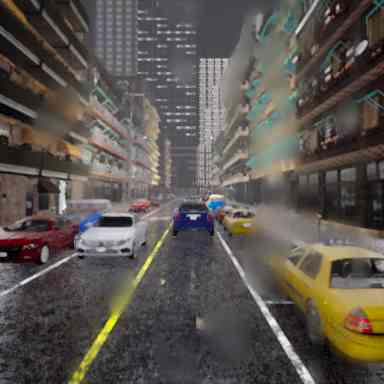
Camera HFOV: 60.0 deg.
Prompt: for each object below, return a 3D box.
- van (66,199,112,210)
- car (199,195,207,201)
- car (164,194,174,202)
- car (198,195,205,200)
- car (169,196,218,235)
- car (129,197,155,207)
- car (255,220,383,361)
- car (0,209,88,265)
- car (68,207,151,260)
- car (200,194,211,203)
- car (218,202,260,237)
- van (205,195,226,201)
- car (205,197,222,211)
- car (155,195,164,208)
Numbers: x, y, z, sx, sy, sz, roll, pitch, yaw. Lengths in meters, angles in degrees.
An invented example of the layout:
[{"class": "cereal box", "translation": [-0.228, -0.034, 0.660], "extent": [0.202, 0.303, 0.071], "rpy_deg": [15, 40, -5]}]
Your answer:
[{"class": "van", "translation": [-5.317, 1.285, 17.296], "extent": [1.690, 1.788, 3.998], "rpy_deg": [1, 0, 0]}, {"class": "car", "translation": [2.519, 1.391, 79.899], "extent": [1.802, 1.307, 4.206], "rpy_deg": [0, 0, 0]}, {"class": "car", "translation": [-5.352, 1.266, 68.506], "extent": [1.967, 1.590, 4.097], "rpy_deg": [0, 0, 0]}, {"class": "car", "translation": [2.512, 1.379, 91.277], "extent": [1.802, 1.307, 4.206], "rpy_deg": [0, 0, 0]}, {"class": "car", "translation": [0.081, 1.291, 18.362], "extent": [2.097, 1.767, 4.553], "rpy_deg": [0, 0, 0]}, {"class": "car", "translation": [-5.331, 1.443, 34.367], "extent": [1.887, 1.381, 4.507], "rpy_deg": [0, 0, 0]}, {"class": "car", "translation": [2.569, 1.503, 6.104], "extent": [1.752, 1.417, 4.829], "rpy_deg": [0, 0, 0]}, {"class": "car", "translation": [-5.316, 1.506, 11.608], "extent": [1.887, 1.381, 4.507], "rpy_deg": [1, 0, 0]}, {"class": "car", "translation": [-2.757, 1.483, 12.402], "extent": [1.812, 1.442, 4.674], "rpy_deg": [0, 0, 0]}, {"class": "car", "translation": [2.532, 1.274, 62.829], "extent": [1.967, 1.590, 4.097], "rpy_deg": [0, 0, 0]}, {"class": "car", "translation": [2.561, 1.467, 17.482], "extent": [1.752, 1.417, 4.829], "rpy_deg": [0, 0, 0]}, {"class": "van", "translation": [2.551, 1.237, 34.381], "extent": [1.690, 1.788, 3.998], "rpy_deg": [0, 0, 0]}, {"class": "car", "translation": [2.546, 1.407, 40.241], "extent": [1.752, 1.417, 4.829], "rpy_deg": [0, 0, 0]}, {"class": "car", "translation": [-5.338, 1.415, 45.747], "extent": [1.887, 1.381, 4.507], "rpy_deg": [0, 0, 0]}]
